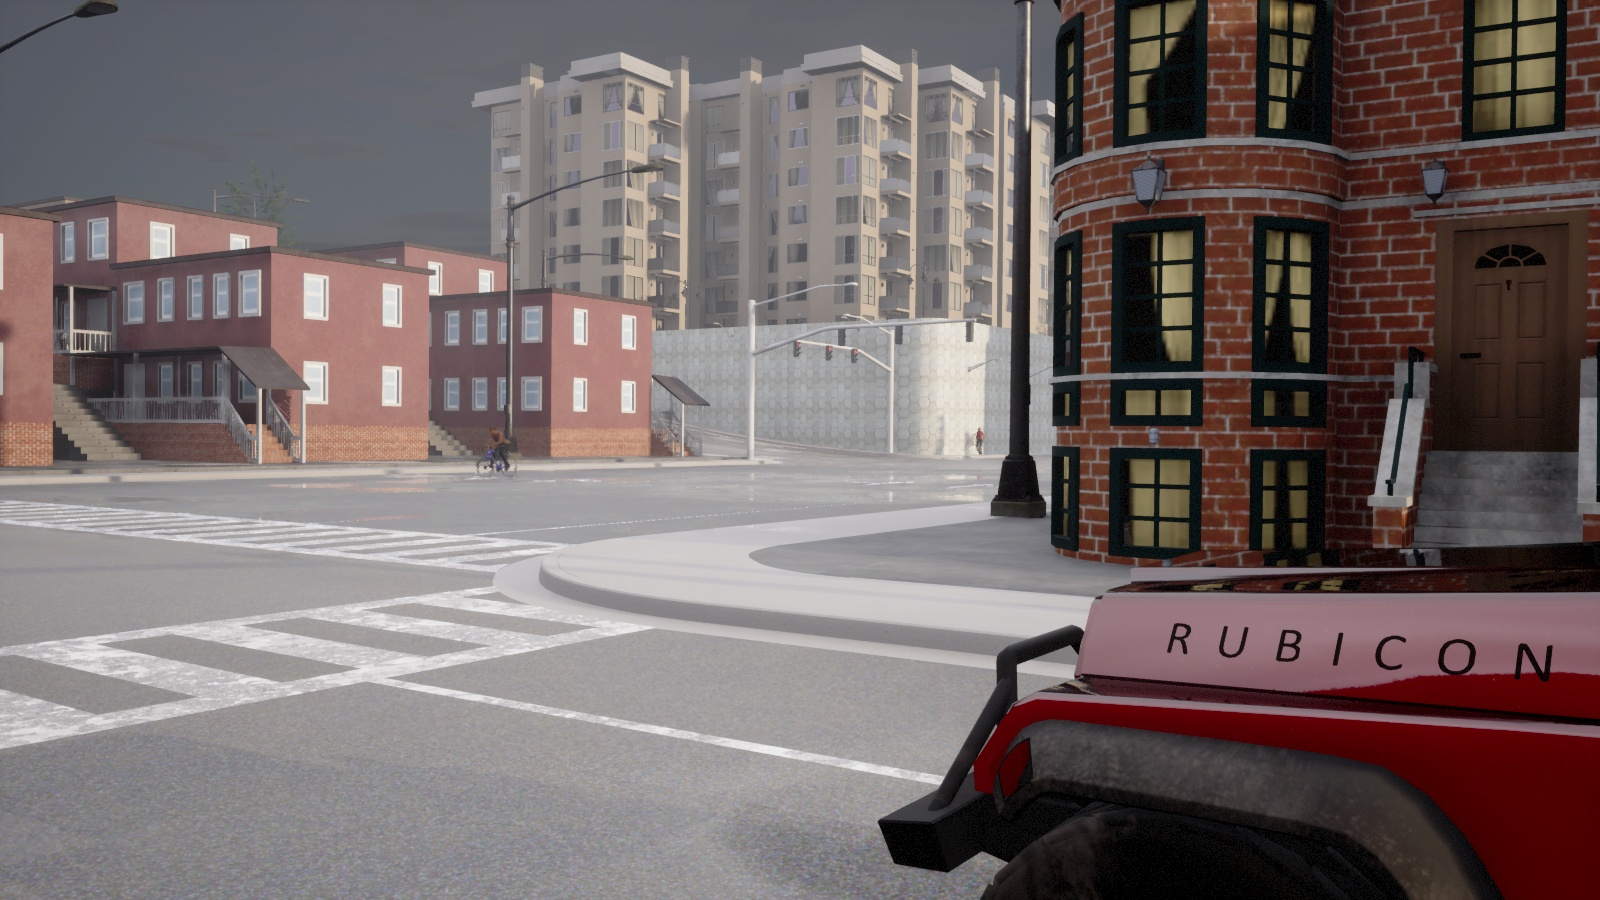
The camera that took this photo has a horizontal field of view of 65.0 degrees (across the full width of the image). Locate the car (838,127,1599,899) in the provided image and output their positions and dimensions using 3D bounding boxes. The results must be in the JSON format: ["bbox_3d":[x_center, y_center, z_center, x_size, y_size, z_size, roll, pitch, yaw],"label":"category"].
[{"bbox_3d":[2.219,0.478,2.153,3.866,1.878,1.905,0,1,33],"label":"car"}]

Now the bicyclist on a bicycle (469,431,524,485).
[{"bbox_3d":[-9.390,0.235,38.838,0.582,1.620,1.656,-1,1,33],"label":"bicyclist on a bicycle"}]
